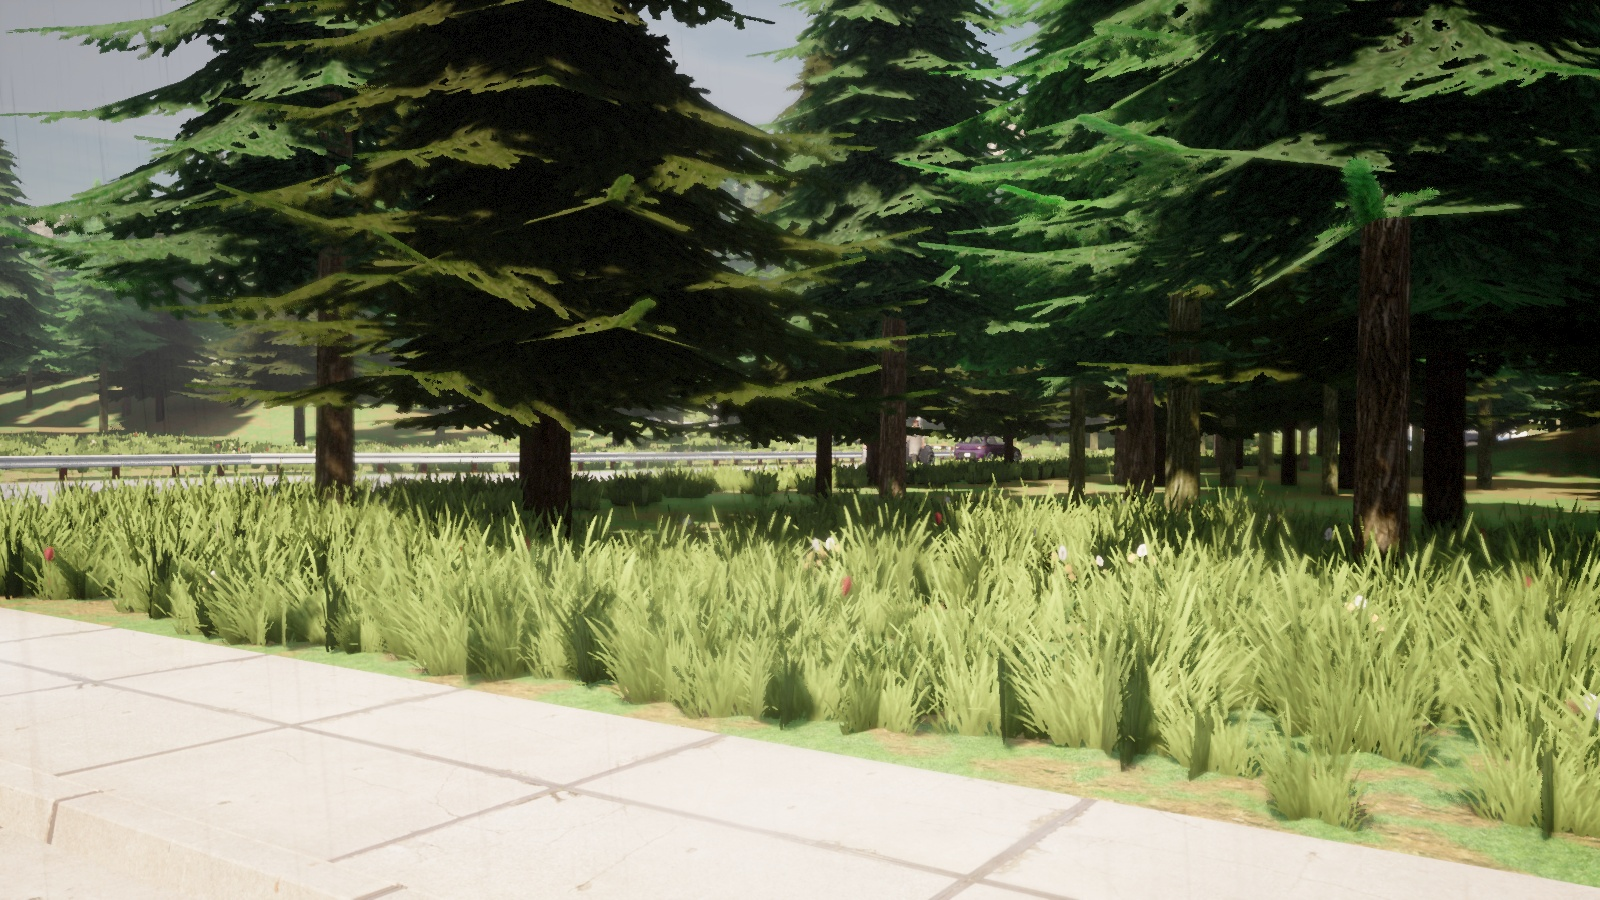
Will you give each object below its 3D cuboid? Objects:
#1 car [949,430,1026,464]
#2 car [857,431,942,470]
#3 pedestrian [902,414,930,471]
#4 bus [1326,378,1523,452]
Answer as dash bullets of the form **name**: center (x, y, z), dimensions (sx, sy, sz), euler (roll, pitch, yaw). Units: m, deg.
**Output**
- **car**: center (8.648, -0.148, 57.729), dimensions (1.816, 1.474, 4.193), euler (0, 1, 35)
- **car**: center (4.080, -0.017, 51.140), dimensions (1.845, 1.501, 3.633), euler (0, 1, 35)
- **pedestrian**: center (4.053, -0.268, 43.834), dimensions (0.659, 1.952, 0.873), euler (0, 1, 27)
- **bus**: center (37.983, -2.066, 76.954), dimensions (10.273, 4.253, 3.944), euler (0, 0, 17)
